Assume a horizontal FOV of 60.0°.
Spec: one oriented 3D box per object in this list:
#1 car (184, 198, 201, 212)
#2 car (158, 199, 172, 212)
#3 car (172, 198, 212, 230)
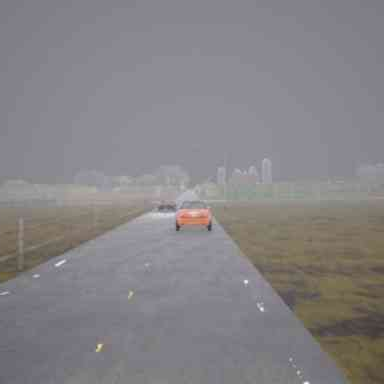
[{"bbox_3d":[0.090,1.430,38.643,1.812,1.442,4.674,0,0,0],"label":"car"},{"bbox_3d":[-2.771,1.510,37.424,1.895,1.301,4.718,0,0,0],"label":"car"},{"bbox_3d":[0.088,1.316,20.915,2.097,1.767,4.553,0,0,0],"label":"car"}]
